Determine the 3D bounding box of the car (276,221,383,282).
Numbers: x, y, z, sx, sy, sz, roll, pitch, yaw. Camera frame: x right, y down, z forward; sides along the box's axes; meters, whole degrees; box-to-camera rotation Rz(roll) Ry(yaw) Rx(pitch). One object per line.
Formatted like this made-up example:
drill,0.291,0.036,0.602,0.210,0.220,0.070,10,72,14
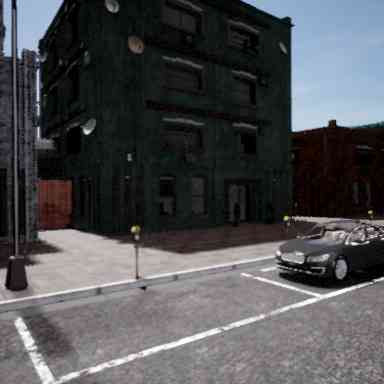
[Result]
car,4.282,1.546,9.612,4.403,1.369,2.008,0,0,-35
